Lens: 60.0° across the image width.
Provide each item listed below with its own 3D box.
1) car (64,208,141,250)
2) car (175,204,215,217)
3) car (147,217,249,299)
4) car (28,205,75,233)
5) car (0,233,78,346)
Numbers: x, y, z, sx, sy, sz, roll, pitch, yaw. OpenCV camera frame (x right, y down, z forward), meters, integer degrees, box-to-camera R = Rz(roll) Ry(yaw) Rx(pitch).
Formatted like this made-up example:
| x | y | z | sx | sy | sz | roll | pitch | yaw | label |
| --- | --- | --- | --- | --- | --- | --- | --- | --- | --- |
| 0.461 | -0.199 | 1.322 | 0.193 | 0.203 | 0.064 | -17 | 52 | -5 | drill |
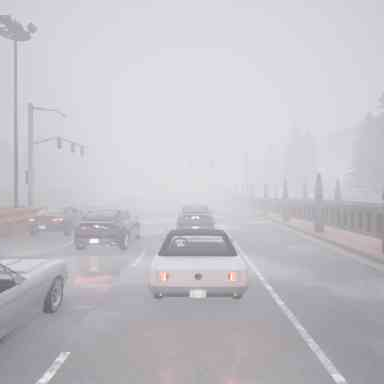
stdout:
| x | y | z | sx | sy | sz | roll | pitch | yaw | label |
| --- | --- | --- | --- | --- | --- | --- | --- | --- | --- |
| -3.341 | 1.415 | 13.813 | 1.837 | 1.490 | 4.892 | 0 | 0 | 0 | car |
| 0.182 | 1.388 | 17.536 | 1.837 | 1.490 | 4.892 | 0 | 0 | 0 | car |
| 0.129 | 1.551 | 8.276 | 1.895 | 1.301 | 4.718 | 0 | 0 | 0 | car |
| -6.847 | 1.410 | 17.441 | 1.812 | 1.442 | 4.674 | 0 | 0 | -1 | car |
| -3.386 | 1.577 | 4.586 | 1.895 | 1.301 | 4.718 | 0 | 0 | 0 | car |
